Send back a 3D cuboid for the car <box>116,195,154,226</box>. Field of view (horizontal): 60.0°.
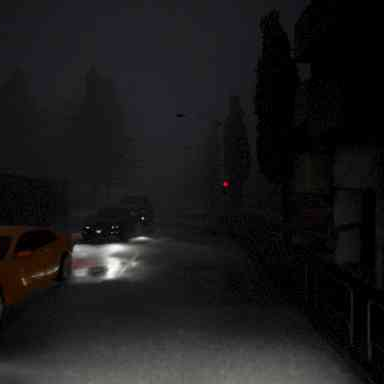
[{"bbox_3d":[-3.997,1.221,23.499,2.150,2.045,5.566,0,0,0],"label":"car"}]

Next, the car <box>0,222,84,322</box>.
[{"bbox_3d":[-4.094,1.476,6.940,1.882,1.535,5.008,0,0,0],"label":"car"}]

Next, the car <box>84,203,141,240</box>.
[{"bbox_3d":[-4.061,1.501,16.997,1.837,1.490,4.892,0,0,1],"label":"car"}]
